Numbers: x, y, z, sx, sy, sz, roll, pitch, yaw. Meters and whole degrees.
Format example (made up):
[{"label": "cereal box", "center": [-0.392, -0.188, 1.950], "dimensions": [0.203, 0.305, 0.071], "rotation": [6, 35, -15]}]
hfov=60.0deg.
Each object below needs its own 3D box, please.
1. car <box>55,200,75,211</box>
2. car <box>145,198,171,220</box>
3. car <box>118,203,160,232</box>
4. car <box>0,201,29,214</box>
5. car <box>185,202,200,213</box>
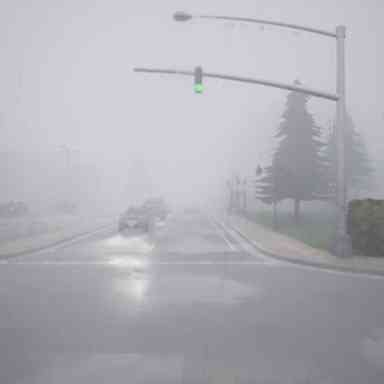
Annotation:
[{"label": "car", "center": [-17.468, 1.893, 45.698], "dimensions": [1.845, 1.501, 3.633], "rotation": [0, -1, 0]}, {"label": "car", "center": [-3.600, 1.589, 32.229], "dimensions": [2.150, 2.045, 5.566], "rotation": [0, -1, 0]}, {"label": "car", "center": [-3.604, 1.746, 22.253], "dimensions": [2.128, 1.511, 4.902], "rotation": [0, -1, 0]}, {"label": "car", "center": [-20.519, 1.819, 38.307], "dimensions": [1.970, 1.475, 3.806], "rotation": [0, -1, 0]}, {"label": "car", "center": [0.008, 2.049, 45.830], "dimensions": [1.812, 1.442, 4.674], "rotation": [0, -1, 0]}]
